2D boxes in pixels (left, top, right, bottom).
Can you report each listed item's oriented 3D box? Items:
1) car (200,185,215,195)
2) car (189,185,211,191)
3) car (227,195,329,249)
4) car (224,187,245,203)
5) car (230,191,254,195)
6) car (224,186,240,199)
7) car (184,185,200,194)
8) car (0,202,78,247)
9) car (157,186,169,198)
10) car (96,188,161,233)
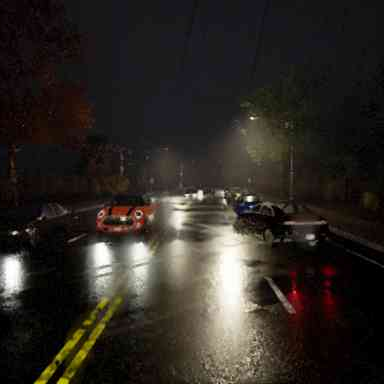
[{"bbox_3d":[2.780,-0.133,54.272,1.895,1.301,4.718,0,2,5],"label":"car"},{"bbox_3d":[1.880,-0.968,78.356,2.033,1.411,5.357,-1,2,-42],"label":"car"},{"bbox_3d":[3.164,1.098,12.572,2.128,1.511,4.902,0,2,-11],"label":"car"},{"bbox_3d":[4.510,0.289,33.657,2.097,1.767,4.553,0,2,4],"label":"car"},{"bbox_3d":[3.926,0.848,22.791,1.994,1.385,4.181,0,2,3],"label":"car"},{"bbox_3d":[5.267,0.059,44.584,1.882,1.535,5.008,0,2,4],"label":"car"},{"bbox_3d":[-0.120,-0.293,58.081,1.994,1.385,4.181,0,2,6],"label":"car"},{"bbox_3d":[-6.290,1.134,13.218,2.033,1.411,5.357,0,2,2],"label":"car"},{"bbox_3d":[-4.364,-0.008,47.545,1.837,1.490,4.892,0,2,4],"label":"car"},{"bbox_3d":[-2.939,0.859,15.775,2.097,1.767,4.553,0,2,2],"label":"car"}]
